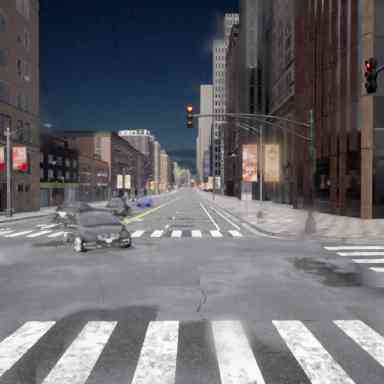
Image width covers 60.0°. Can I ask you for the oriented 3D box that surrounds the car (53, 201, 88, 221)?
[{"bbox_3d":[-9.845,1.495,27.615,2.128,1.511,4.902,0,0,0],"label":"car"}]

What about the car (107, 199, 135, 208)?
[{"bbox_3d":[-6.593,1.569,29.658,1.994,1.385,4.181,0,0,0],"label":"car"}]

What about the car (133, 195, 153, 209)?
[{"bbox_3d":[-6.578,1.483,46.667,1.882,1.535,5.008,0,0,0],"label":"car"}]

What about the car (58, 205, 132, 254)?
[{"bbox_3d":[-4.133,1.507,13.891,1.837,1.490,4.892,-2,1,-29],"label":"car"}]
